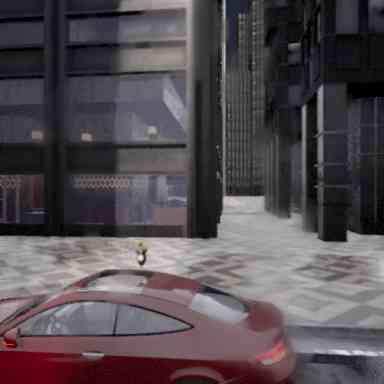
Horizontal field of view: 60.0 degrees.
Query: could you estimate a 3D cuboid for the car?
[{"bbox_3d":[-1.034,1.587,3.737,4.206,1.307,1.802,0,0,6],"label":"car"}]
